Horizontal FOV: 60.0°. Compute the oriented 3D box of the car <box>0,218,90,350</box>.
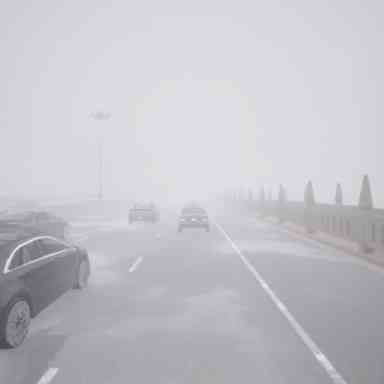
[{"bbox_3d":[-3.400,1.492,6.199,2.128,1.511,4.902,0,0,0],"label":"car"}]

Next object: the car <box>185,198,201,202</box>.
[{"bbox_3d":[0.103,1.546,42.130,1.812,1.442,4.674,0,0,0],"label":"car"}]

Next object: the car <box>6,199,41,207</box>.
[{"bbox_3d":[-17.560,1.523,34.752,1.837,1.490,4.892,0,-1,0],"label":"car"}]

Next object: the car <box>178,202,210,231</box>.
[{"bbox_3d":[0.101,1.556,20.517,2.033,1.411,5.357,0,0,0],"label":"car"}]

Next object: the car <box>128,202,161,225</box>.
[{"bbox_3d":[-3.398,1.502,24.345,2.128,1.511,4.902,0,0,0],"label":"car"}]

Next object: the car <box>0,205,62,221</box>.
[{"bbox_3d":[-6.900,1.510,14.314,1.837,1.490,4.892,0,0,0],"label":"car"}]

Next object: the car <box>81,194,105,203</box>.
[{"bbox_3d":[-14.004,1.249,47.643,2.150,2.045,5.566,0,0,0],"label":"car"}]
